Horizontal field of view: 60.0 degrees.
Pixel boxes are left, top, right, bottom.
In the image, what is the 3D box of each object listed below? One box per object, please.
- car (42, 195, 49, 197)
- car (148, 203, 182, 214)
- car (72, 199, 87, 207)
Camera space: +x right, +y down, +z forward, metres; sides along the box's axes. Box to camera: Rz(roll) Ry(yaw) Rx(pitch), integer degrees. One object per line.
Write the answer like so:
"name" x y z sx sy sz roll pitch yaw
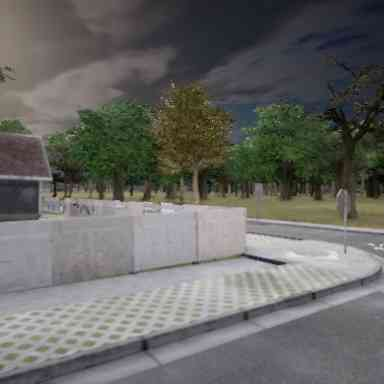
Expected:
"car" -34.966 1.518 78.734 2.128 1.511 4.902 2 -1 -36
"car" -2.014 1.634 27.782 1.994 1.385 4.181 2 -1 -36
"car" -15.260 1.643 46.429 1.895 1.301 4.718 2 -1 -35
